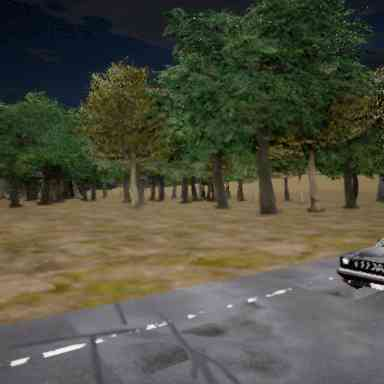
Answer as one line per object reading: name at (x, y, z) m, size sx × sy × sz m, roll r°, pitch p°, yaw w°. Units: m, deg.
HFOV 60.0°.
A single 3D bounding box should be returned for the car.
car at (5.521, 1.585, 7.933) m, size 4.718 × 1.301 × 1.895 m, roll 0°, pitch 0°, yaw -36°
